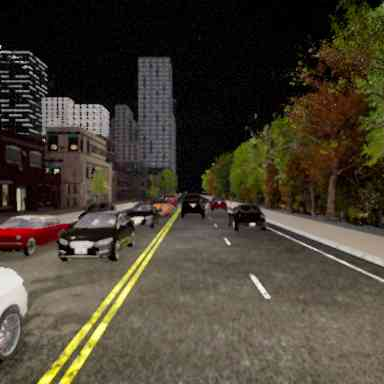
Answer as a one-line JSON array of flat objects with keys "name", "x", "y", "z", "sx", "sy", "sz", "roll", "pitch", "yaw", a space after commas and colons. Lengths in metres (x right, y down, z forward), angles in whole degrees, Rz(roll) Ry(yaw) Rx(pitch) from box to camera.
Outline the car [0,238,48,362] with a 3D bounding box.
[{"name": "car", "x": -3.345, "y": 1.532, "z": 3.206, "sx": 1.812, "sy": 1.442, "sz": 4.674, "roll": 0, "pitch": 0, "yaw": 0}]

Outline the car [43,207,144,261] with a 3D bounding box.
[{"name": "car", "x": -3.327, "y": 1.514, "z": 12.429, "sx": 2.128, "sy": 1.511, "sz": 4.902, "roll": 0, "pitch": 0, "yaw": 0}]

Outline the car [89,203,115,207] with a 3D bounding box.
[{"name": "car", "x": -6.507, "y": 1.548, "z": 23.731, "sx": 1.837, "sy": 1.490, "sz": 4.892, "roll": 0, "pitch": 0, "yaw": 0}]

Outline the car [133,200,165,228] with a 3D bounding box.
[{"name": "car", "x": -3.255, "y": 1.532, "z": 22.515, "sx": 2.128, "sy": 1.511, "sz": 4.902, "roll": 0, "pitch": 0, "yaw": 0}]

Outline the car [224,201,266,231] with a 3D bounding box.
[{"name": "car", "x": 3.345, "y": 1.543, "z": 20.843, "sx": 1.837, "sy": 1.490, "sz": 4.892, "roll": 0, "pitch": 0, "yaw": 0}]

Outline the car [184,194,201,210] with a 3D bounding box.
[{"name": "car", "x": 0.079, "y": 1.307, "z": 46.991, "sx": 2.150, "sy": 2.045, "sz": 5.566, "roll": 0, "pitch": 0, "yaw": 0}]

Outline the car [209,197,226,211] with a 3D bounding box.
[{"name": "car", "x": 3.339, "y": 1.428, "z": 42.931, "sx": 2.097, "sy": 1.767, "sz": 4.553, "roll": 0, "pitch": 0, "yaw": 0}]

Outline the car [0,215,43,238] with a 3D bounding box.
[{"name": "car", "x": -6.573, "y": 1.625, "z": 13.362, "sx": 1.895, "sy": 1.301, "sz": 4.718, "roll": 0, "pitch": 0, "yaw": 0}]

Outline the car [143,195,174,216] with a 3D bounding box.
[{"name": "car", "x": -3.259, "y": 1.411, "z": 32.801, "sx": 2.097, "sy": 1.767, "sz": 4.553, "roll": 0, "pitch": 0, "yaw": 0}]

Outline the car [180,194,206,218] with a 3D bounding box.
[{"name": "car", "x": 0.094, "y": 1.278, "z": 30.862, "sx": 2.150, "sy": 2.045, "sz": 5.566, "roll": 0, "pitch": 0, "yaw": 0}]

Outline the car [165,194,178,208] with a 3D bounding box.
[{"name": "car", "x": -3.262, "y": 1.303, "z": 49.317, "sx": 2.150, "sy": 2.045, "sz": 5.566, "roll": 0, "pitch": 0, "yaw": 0}]
